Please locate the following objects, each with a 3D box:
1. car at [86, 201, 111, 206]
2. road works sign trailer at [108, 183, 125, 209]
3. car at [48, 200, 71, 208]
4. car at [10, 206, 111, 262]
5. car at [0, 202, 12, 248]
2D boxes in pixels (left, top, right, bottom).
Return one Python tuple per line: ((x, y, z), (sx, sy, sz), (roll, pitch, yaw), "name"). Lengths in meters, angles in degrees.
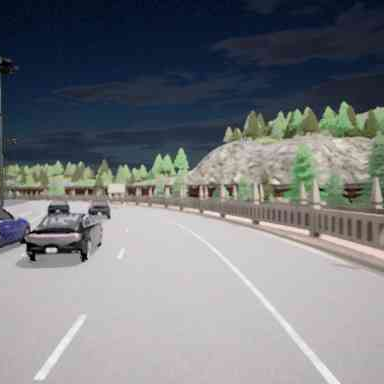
((-8.289, 1.540, 29.648), (1.837, 1.490, 4.892), (0, 0, -17), "car")
((-10.462, 0.505, 46.163), (2.380, 3.560, 2.880), (0, 0, -14), "road works sign trailer")
((-12.720, 1.544, 31.889), (1.882, 1.535, 5.008), (0, 0, -19), "car")
((-4.434, 1.503, 12.185), (2.128, 1.511, 4.902), (0, 0, -7), "car")
((-8.092, 1.382, 13.137), (2.097, 1.767, 4.553), (0, 0, -7), "car")
